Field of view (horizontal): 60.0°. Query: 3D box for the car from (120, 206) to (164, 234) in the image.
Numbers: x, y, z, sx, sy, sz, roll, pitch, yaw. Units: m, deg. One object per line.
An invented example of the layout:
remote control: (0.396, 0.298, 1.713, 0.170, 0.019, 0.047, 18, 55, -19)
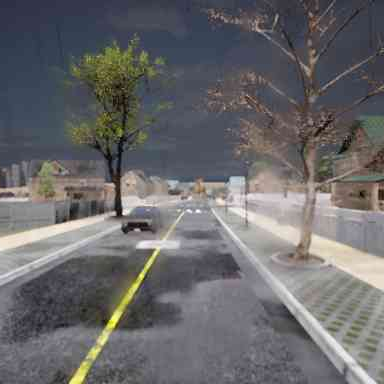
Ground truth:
car: (-2.711, 1.538, 19.348, 2.033, 1.411, 5.357, 0, 0, 1)
